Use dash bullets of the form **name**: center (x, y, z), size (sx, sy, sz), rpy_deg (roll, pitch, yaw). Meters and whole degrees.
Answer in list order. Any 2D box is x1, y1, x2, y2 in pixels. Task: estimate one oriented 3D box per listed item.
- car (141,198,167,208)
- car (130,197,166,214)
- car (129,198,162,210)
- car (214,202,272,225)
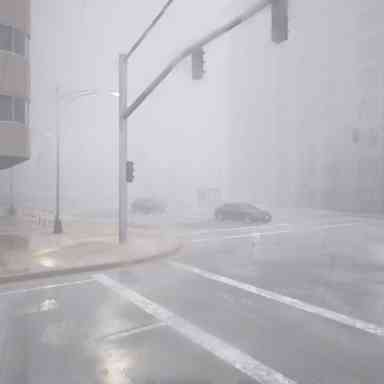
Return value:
- **car**: center (-5.688, 1.564, 49.183), size (1.994, 1.385, 4.181), rpy_deg (0, 0, -36)
- **car**: center (-4.722, 1.352, 35.682), size (2.097, 1.767, 4.553), rpy_deg (0, 0, -37)
- **car**: center (-6.205, 1.547, 43.963), size (2.033, 1.411, 5.357), rpy_deg (0, 0, -36)
- **car**: center (3.624, 1.505, 24.236), size (1.837, 1.490, 4.892), rpy_deg (0, 0, -36)
